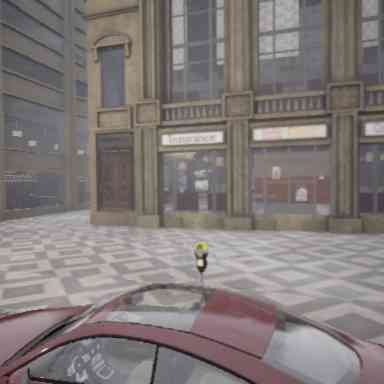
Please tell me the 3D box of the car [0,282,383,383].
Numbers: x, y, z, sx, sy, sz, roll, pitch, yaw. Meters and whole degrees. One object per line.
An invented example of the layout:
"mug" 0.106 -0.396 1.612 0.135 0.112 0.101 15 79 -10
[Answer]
"car" -0.425 1.506 2.816 4.206 1.307 1.802 0 2 18
